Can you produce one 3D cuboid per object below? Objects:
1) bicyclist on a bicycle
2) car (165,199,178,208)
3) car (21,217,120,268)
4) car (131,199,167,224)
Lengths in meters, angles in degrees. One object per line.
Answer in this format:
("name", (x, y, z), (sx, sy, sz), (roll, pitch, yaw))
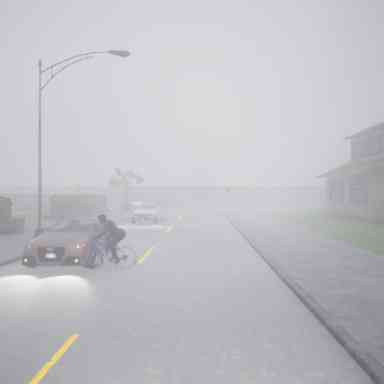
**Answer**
("bicyclist on a bicycle", (-2.448, 1.464, 9.675), (1.656, 1.620, 0.582), (-1, 1, -8))
("car", (-4.369, 1.601, 45.919), (4.718, 1.301, 1.895), (0, 0, 33))
("car", (-3.803, 1.562, 11.134), (1.994, 1.385, 4.181), (0, 0, 2))
("car", (-3.275, 1.525, 25.006), (1.812, 1.442, 4.674), (0, 0, 2))
